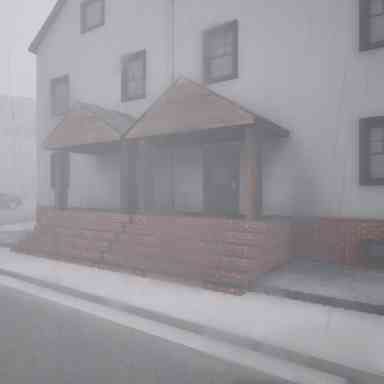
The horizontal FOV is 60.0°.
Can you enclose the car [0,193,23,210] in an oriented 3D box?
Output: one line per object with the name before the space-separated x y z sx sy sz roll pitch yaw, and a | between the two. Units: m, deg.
car | -16.187 0.891 26.550 1.837 1.490 4.892 0 7 35
